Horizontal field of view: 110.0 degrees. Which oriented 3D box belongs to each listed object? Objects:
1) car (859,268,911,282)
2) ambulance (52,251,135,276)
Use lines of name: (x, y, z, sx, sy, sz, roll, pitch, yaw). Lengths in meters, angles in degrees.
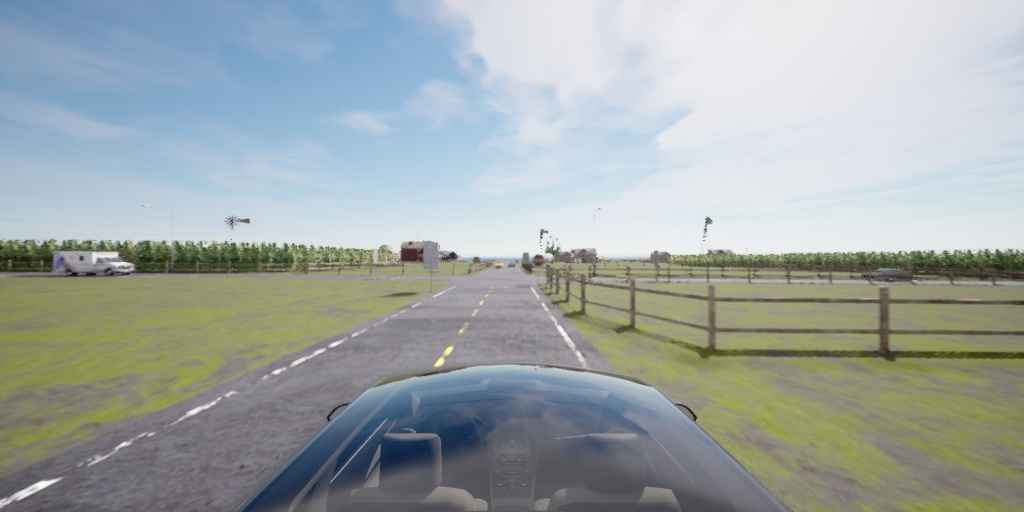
car: (39.940, 2.008, 38.401, 4.181, 1.385, 1.994, 1, 0, 1)
ambulance: (-42.226, 0.797, 36.364, 6.366, 2.431, 2.351, 0, 0, 1)
